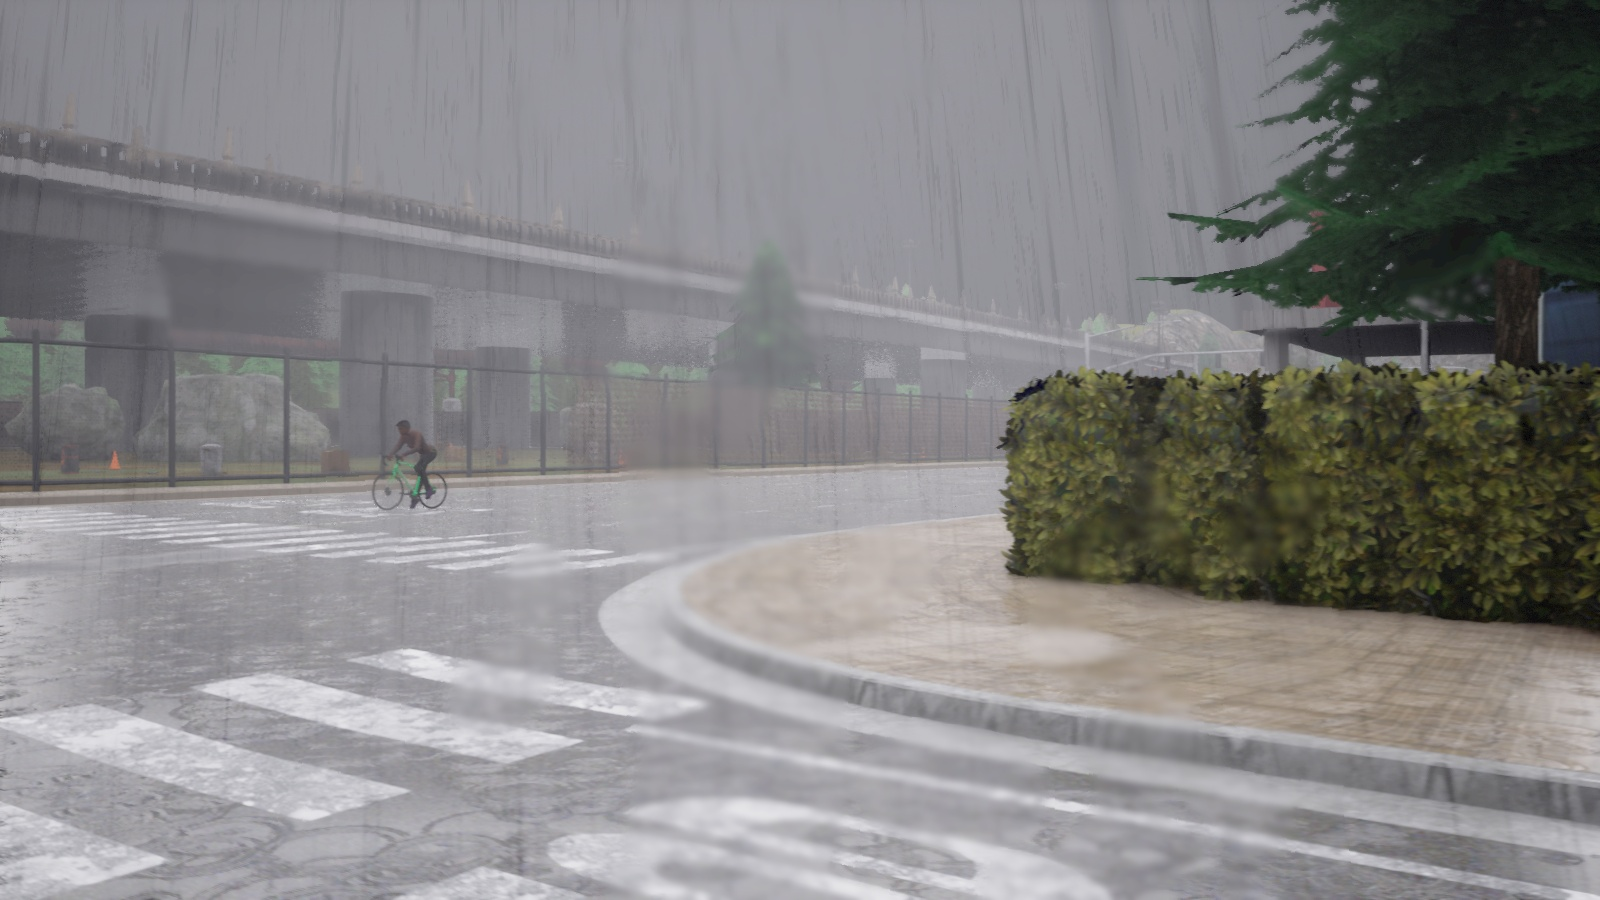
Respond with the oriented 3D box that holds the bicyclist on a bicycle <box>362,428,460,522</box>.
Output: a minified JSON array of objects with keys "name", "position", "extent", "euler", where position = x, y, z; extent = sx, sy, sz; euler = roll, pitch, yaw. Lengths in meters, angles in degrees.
[{"name":"bicyclist on a bicycle","position":[-6.983,0.415,22.621],"extent":[0.582,1.620,1.656],"euler":[0,1,33]}]
